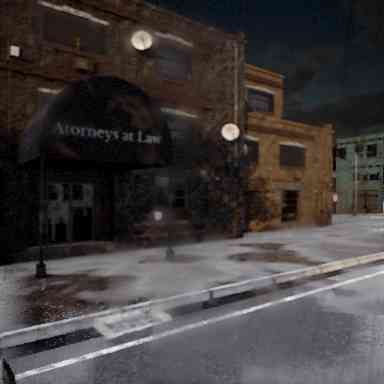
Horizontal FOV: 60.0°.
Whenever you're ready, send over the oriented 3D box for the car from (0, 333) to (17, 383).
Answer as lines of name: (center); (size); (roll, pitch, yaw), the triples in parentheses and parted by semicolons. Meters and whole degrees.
car: (-3.405, 1.491, 1.256); (4.902, 1.511, 2.128); (0, 0, -35)
